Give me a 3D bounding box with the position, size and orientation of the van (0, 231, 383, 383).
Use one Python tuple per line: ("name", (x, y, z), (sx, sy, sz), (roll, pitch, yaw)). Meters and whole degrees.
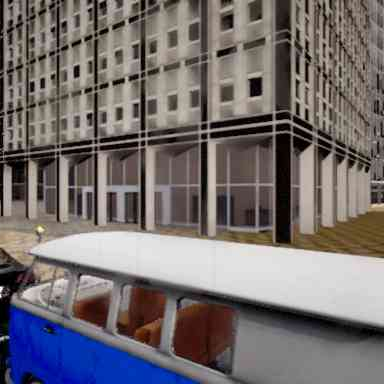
("van", (-0.013, 1.337, 2.885), (3.998, 1.788, 1.690), (0, 0, 35))
